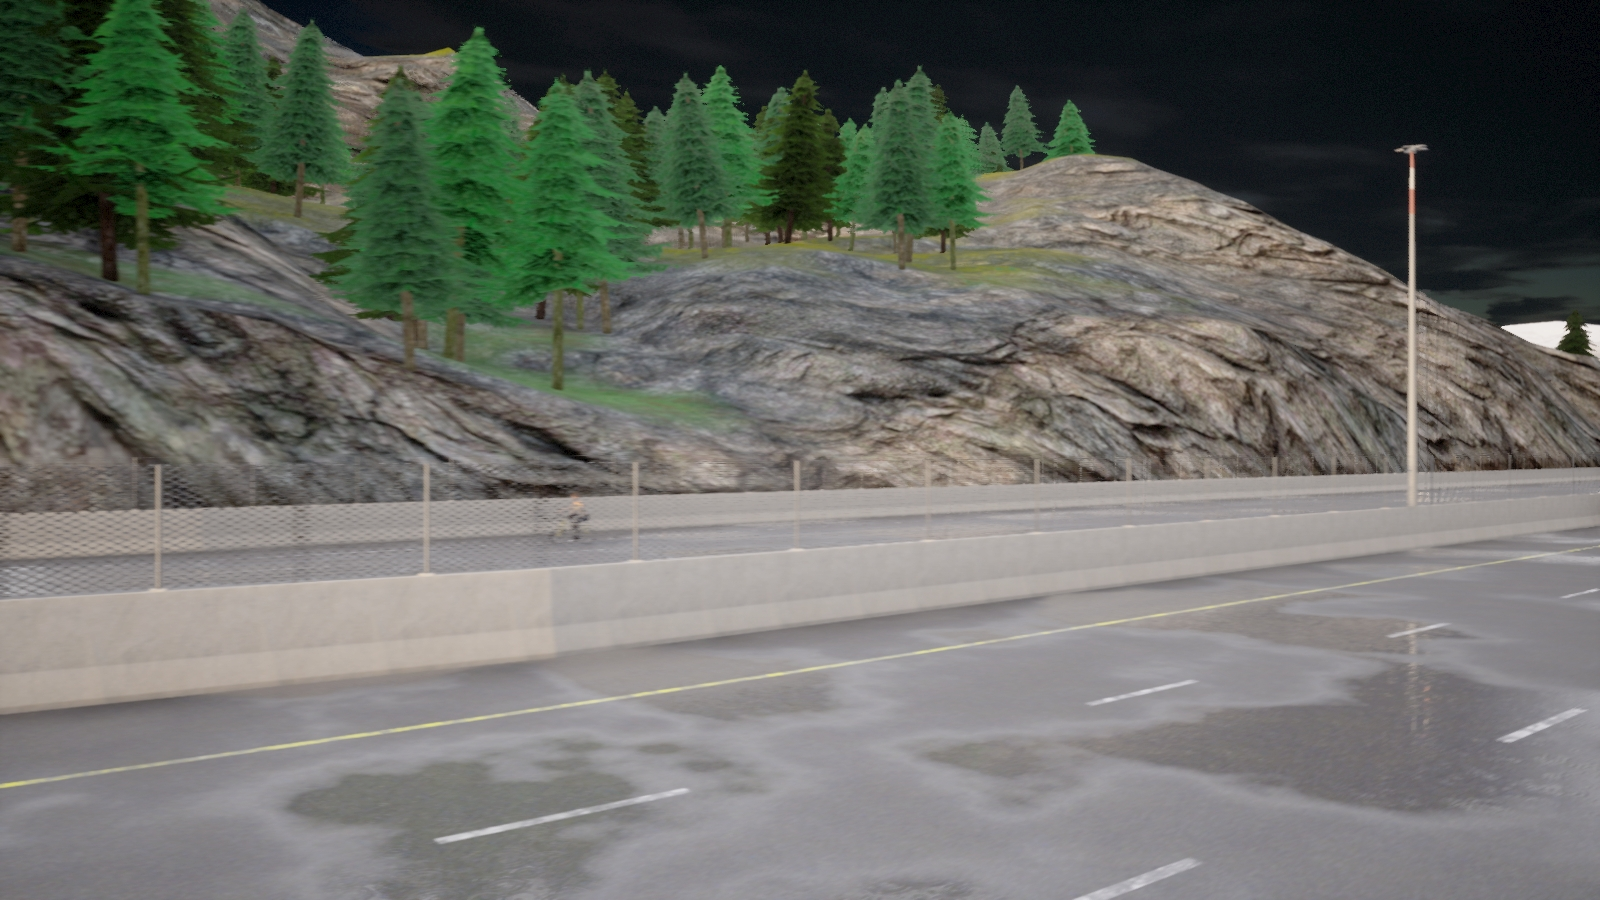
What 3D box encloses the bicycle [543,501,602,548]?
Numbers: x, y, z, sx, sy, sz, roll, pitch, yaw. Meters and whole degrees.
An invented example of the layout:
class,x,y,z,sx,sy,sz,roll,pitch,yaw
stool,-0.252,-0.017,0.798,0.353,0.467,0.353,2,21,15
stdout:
class,x,y,z,sx,sy,sz,roll,pitch,yaw
bicycle,-6.725,2.187,33.840,1.487,1.295,0.859,0,0,-39
